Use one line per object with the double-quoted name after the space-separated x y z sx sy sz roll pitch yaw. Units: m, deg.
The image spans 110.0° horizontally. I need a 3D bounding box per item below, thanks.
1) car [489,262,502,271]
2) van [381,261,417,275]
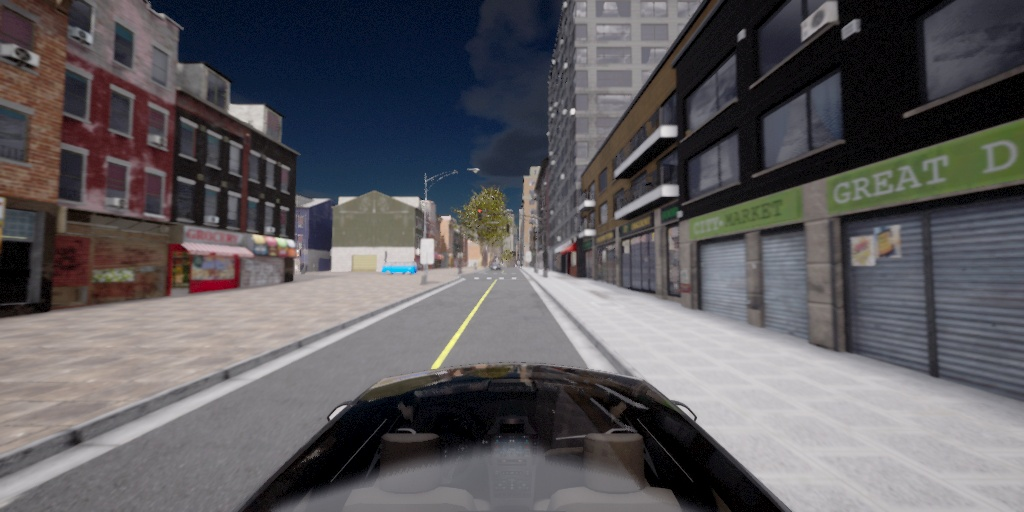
-2.753 1.705 60.240 2.128 1.511 4.902 0 0 0 "car"
-12.927 1.427 41.256 3.998 1.789 1.690 0 0 0 "van"
